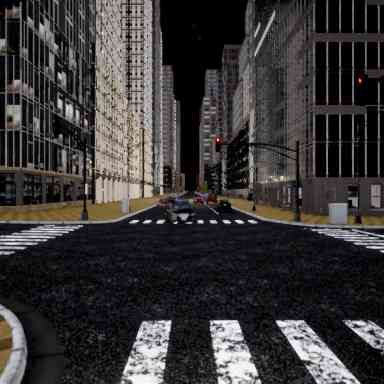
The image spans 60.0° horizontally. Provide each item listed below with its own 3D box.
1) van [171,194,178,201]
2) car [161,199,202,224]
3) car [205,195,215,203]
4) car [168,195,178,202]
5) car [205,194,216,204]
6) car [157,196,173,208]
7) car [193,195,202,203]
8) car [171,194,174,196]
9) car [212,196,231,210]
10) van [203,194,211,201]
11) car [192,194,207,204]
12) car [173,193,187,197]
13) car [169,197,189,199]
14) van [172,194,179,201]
[{"bbox_3d":[-4.217,1.321,80.461,1.690,1.788,3.998,0,0,0],"label":"van"},{"bbox_3d":[-0.908,1.512,24.779,2.128,1.511,4.902,0,0,-9],"label":"car"},{"bbox_3d":[3.717,1.432,69.445,1.967,1.590,4.097,0,0,0],"label":"car"},{"bbox_3d":[-4.190,1.426,74.934,1.967,1.590,4.097,0,0,0],"label":"car"},{"bbox_3d":[3.744,1.313,63.916,2.192,1.841,5.009,0,0,0],"label":"car"},{"bbox_3d":[-4.056,1.593,47.296,1.802,1.307,4.206,0,0,0],"label":"car"},{"bbox_3d":[1.145,1.488,73.260,1.837,1.490,4.892,0,0,0],"label":"car"},{"bbox_3d":[-4.136,1.564,63.878,1.947,1.339,4.313,0,0,0],"label":"car"},{"bbox_3d":[3.900,1.579,41.808,1.947,1.339,4.313,0,0,0],"label":"car"},{"bbox_3d":[3.663,1.321,80.499,1.690,1.788,3.998,0,0,0],"label":"van"},{"bbox_3d":[1.274,1.599,63.092,1.895,1.301,4.718,0,0,0],"label":"car"},{"bbox_3d":[-1.620,1.356,57.561,2.097,1.767,4.553,0,0,0],"label":"car"},{"bbox_3d":[-1.561,1.614,41.234,1.895,1.301,4.718,0,0,0],"label":"car"},{"bbox_3d":[-4.244,1.315,85.989,1.690,1.788,3.998,0,0,0],"label":"van"}]
